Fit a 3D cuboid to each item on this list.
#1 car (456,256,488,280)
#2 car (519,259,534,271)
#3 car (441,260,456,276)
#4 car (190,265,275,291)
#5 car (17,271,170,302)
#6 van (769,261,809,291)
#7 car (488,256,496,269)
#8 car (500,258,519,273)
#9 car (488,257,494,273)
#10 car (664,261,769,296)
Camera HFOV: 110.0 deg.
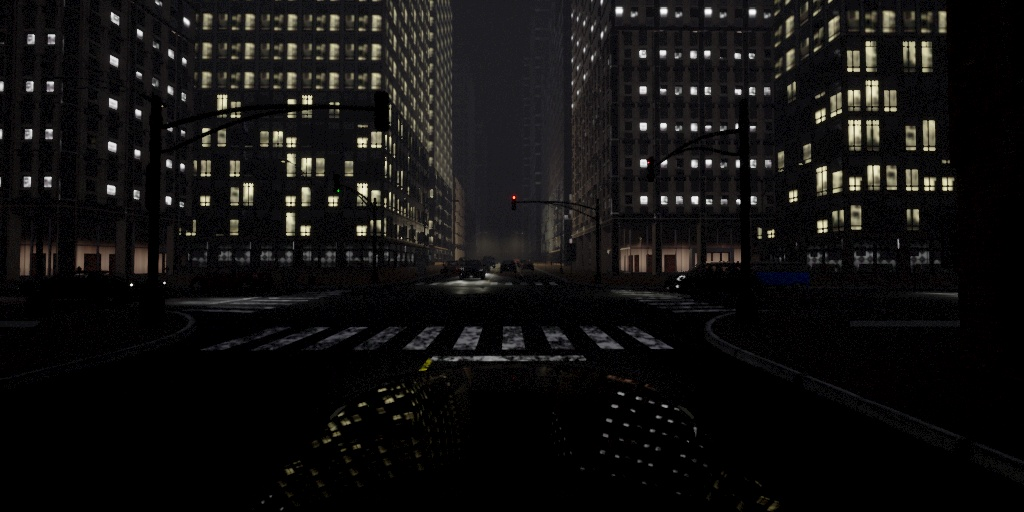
[{"bbox_3d":[-3.446,1.113,31.745,2.097,1.767,4.553,0,0,-2],"label":"car"},{"bbox_3d":[2.065,1.349,48.388,1.802,1.307,4.207,0,0,-1],"label":"car"},{"bbox_3d":[-6.164,1.203,37.065,1.967,1.591,4.097,0,0,-1],"label":"car"},{"bbox_3d":[-16.758,1.255,21.484,4.097,1.591,1.967,0,0,-1],"label":"car"},{"bbox_3d":[-18.066,1.301,15.692,4.718,1.301,1.895,0,-1,-1],"label":"car"},{"bbox_3d":[15.714,1.210,21.847,3.998,1.789,1.690,0,0,-1],"label":"van"},{"bbox_3d":[-3.844,0.993,58.961,2.150,2.045,5.566,0,0,0],"label":"car"},{"bbox_3d":[-0.474,1.243,44.519,1.882,1.535,5.008,0,0,-1],"label":"car"},{"bbox_3d":[-3.666,1.258,44.226,2.128,1.511,4.902,0,0,-1],"label":"car"},{"bbox_3d":[10.737,1.165,19.406,4.553,1.767,2.097,0,-1,3],"label":"car"}]
